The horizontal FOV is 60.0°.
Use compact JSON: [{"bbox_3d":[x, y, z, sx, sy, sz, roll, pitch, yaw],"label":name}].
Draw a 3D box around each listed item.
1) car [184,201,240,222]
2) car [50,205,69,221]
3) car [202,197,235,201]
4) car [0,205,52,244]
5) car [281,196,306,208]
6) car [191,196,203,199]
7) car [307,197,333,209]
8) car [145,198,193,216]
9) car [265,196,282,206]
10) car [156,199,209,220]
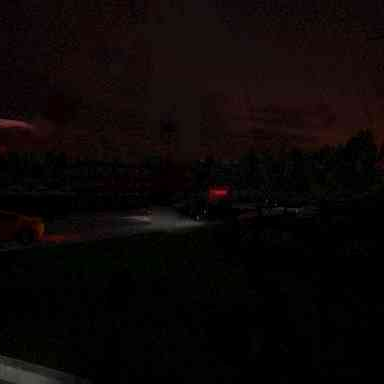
[{"bbox_3d":[1.862,1.639,26.933,1.895,1.301,4.718,0,0,40],"label":"car"},{"bbox_3d":[-12.370,1.707,26.369,1.895,1.301,4.718,0,0,40],"label":"car"},{"bbox_3d":[4.057,1.538,45.687,1.882,1.535,5.008,0,0,41],"label":"car"},{"bbox_3d":[-8.971,1.546,14.127,1.882,1.535,5.008,0,0,40],"label":"car"},{"bbox_3d":[15.063,1.536,47.695,1.812,1.442,4.674,0,0,41],"label":"car"},{"bbox_3d":[0.514,1.432,46.939,2.097,1.767,4.553,0,0,41],"label":"car"},{"bbox_3d":[17.763,1.501,45.466,1.837,1.490,4.892,0,-1,41],"label":"car"},{"bbox_3d":[-2.453,1.574,32.667,1.837,1.490,4.892,0,0,40],"label":"car"},{"bbox_3d":[12.926,1.376,50.569,2.097,1.767,4.553,0,0,41],"label":"car"},{"bbox_3d":[-0.664,1.580,29.344,1.812,1.442,4.674,0,0,40],"label":"car"}]
